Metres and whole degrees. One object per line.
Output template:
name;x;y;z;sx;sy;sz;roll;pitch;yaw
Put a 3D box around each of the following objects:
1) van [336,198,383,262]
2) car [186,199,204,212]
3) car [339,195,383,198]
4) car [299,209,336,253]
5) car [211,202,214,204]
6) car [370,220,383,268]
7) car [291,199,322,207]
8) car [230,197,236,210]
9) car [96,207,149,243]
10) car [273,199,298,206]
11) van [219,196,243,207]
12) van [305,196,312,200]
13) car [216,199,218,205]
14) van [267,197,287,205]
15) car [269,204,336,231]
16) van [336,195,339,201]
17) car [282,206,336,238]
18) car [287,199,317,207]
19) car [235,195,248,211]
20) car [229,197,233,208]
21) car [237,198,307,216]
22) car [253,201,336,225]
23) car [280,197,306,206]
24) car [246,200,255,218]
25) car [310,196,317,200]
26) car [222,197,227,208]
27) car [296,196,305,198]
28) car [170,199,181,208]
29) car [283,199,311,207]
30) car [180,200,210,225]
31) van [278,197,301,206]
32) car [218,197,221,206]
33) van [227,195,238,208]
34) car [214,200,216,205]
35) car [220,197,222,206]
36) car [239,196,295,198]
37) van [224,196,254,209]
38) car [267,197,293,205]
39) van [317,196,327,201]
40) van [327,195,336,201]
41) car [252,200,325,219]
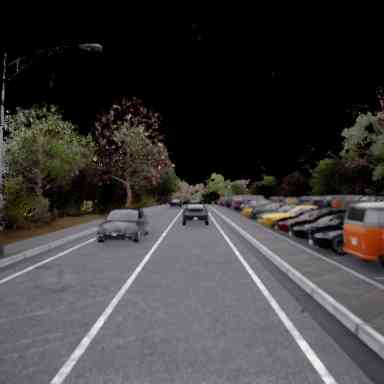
van;7.162;1.291;10.244;4.442;1.987;1.878;0;0;1
car;0.398;1.715;42.141;2.128;1.511;4.902;0;-1;0
car;20.364;1.399;37.872;5.566;2.045;2.435;0;0;1
car;7.043;1.561;13.020;4.792;1.488;2.163;0;0;1
car;7.634;2.017;74.073;5.566;2.045;2.435;0;-1;1
car;7.048;1.533;7.467;4.792;1.488;2.163;0;0;1
car;20.600;1.967;59.883;4.892;1.521;2.231;0;-1;1
car;7.308;1.656;38.004;5.008;1.535;2.097;0;0;1
car;-3.252;1.558;16.410;1.837;1.490;4.892;0;0;0
car;20.733;2.259;73.731;4.892;1.521;2.231;0;-1;1
van;7.698;1.866;65.745;4.442;1.987;1.878;0;-1;1
van;20.408;1.565;51.581;4.442;1.987;1.878;0;-1;1
car;7.560;2.034;62.965;5.008;1.535;2.097;0;-1;1
van;20.938;2.235;82.160;4.442;1.987;1.878;0;-2;1
car;7.097;1.588;18.572;4.792;1.488;2.163;0;0;1
van;20.536;1.439;40.641;4.442;1.987;1.878;0;0;1
car;7.070;1.574;15.796;4.792;1.488;2.163;0;0;1
car;20.627;2.024;62.652;5.008;1.535;2.097;0;-1;1
car;7.255;1.517;35.229;4.553;1.767;2.185;0;0;1
car;7.343;1.710;40.780;4.674;1.452;2.002;0;0;1
car;7.048;1.611;29.678;5.366;1.575;1.946;0;0;1
car;6.967;1.570;21.350;5.366;1.575;1.946;0;0;1
car;20.654;2.016;68.195;4.553;1.767;2.185;0;-1;1
car;7.200;1.602;26.900;4.892;1.521;2.231;0;0;1
car;20.504;1.732;48.806;5.008;1.535;2.097;0;-1;1
car;7.422;1.447;46.333;5.566;2.045;2.435;0;0;1
car;20.367;1.846;54.344;5.366;1.575;1.946;0;-1;1
car;-2.859;1.945;58.651;1.882;1.535;5.008;0;-1;1
car;20.655;2.085;65.547;5.008;1.535;2.097;0;-1;1
car;0.264;1.595;25.245;1.837;1.490;4.892;0;-1;0
van;20.829;1.974;70.965;4.442;1.987;1.878;0;-1;1
car;7.471;1.946;57.415;4.792;1.488;2.163;0;-1;1
van;7.250;1.458;43.558;4.442;1.987;1.878;0;0;1
car;7.665;2.239;71.290;4.792;1.488;2.163;0;-1;1
car;7.477;1.898;54.638;4.674;1.452;2.002;0;-1;1
car;7.229;1.503;32.453;4.553;1.767;2.185;0;0;1
van;7.331;1.574;51.869;4.442;1.987;1.878;0;-1;1
car;20.821;2.131;79.271;5.566;2.045;2.435;0;-2;1
van;20.356;1.467;46.191;4.442;1.987;1.878;0;-1;1
van;20.561;1.452;43.285;4.442;1.987;1.878;0;0;1
car;7.186;1.588;24.124;4.892;1.521;2.231;0;0;1
